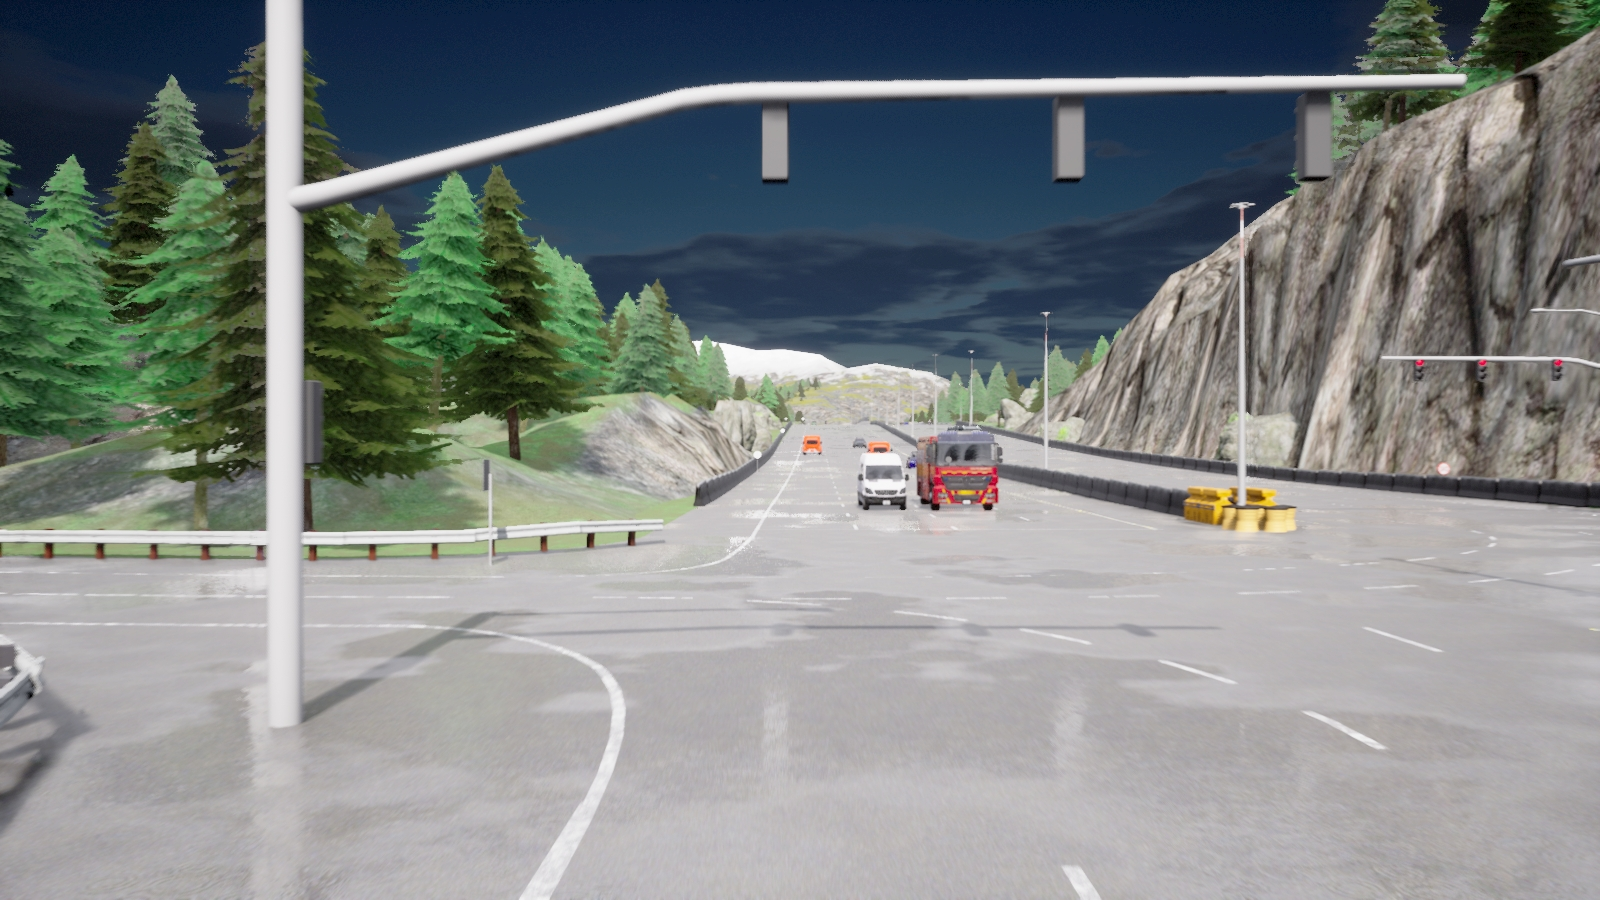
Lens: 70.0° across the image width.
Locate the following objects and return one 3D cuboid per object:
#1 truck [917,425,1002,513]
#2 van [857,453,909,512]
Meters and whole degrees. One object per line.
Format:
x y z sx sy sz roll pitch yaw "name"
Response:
7.348 0.811 53.791 2.891 3.827 8.468 0 0 1 "truck"
3.839 1.456 53.913 1.988 2.561 5.915 0 0 0 "van"
